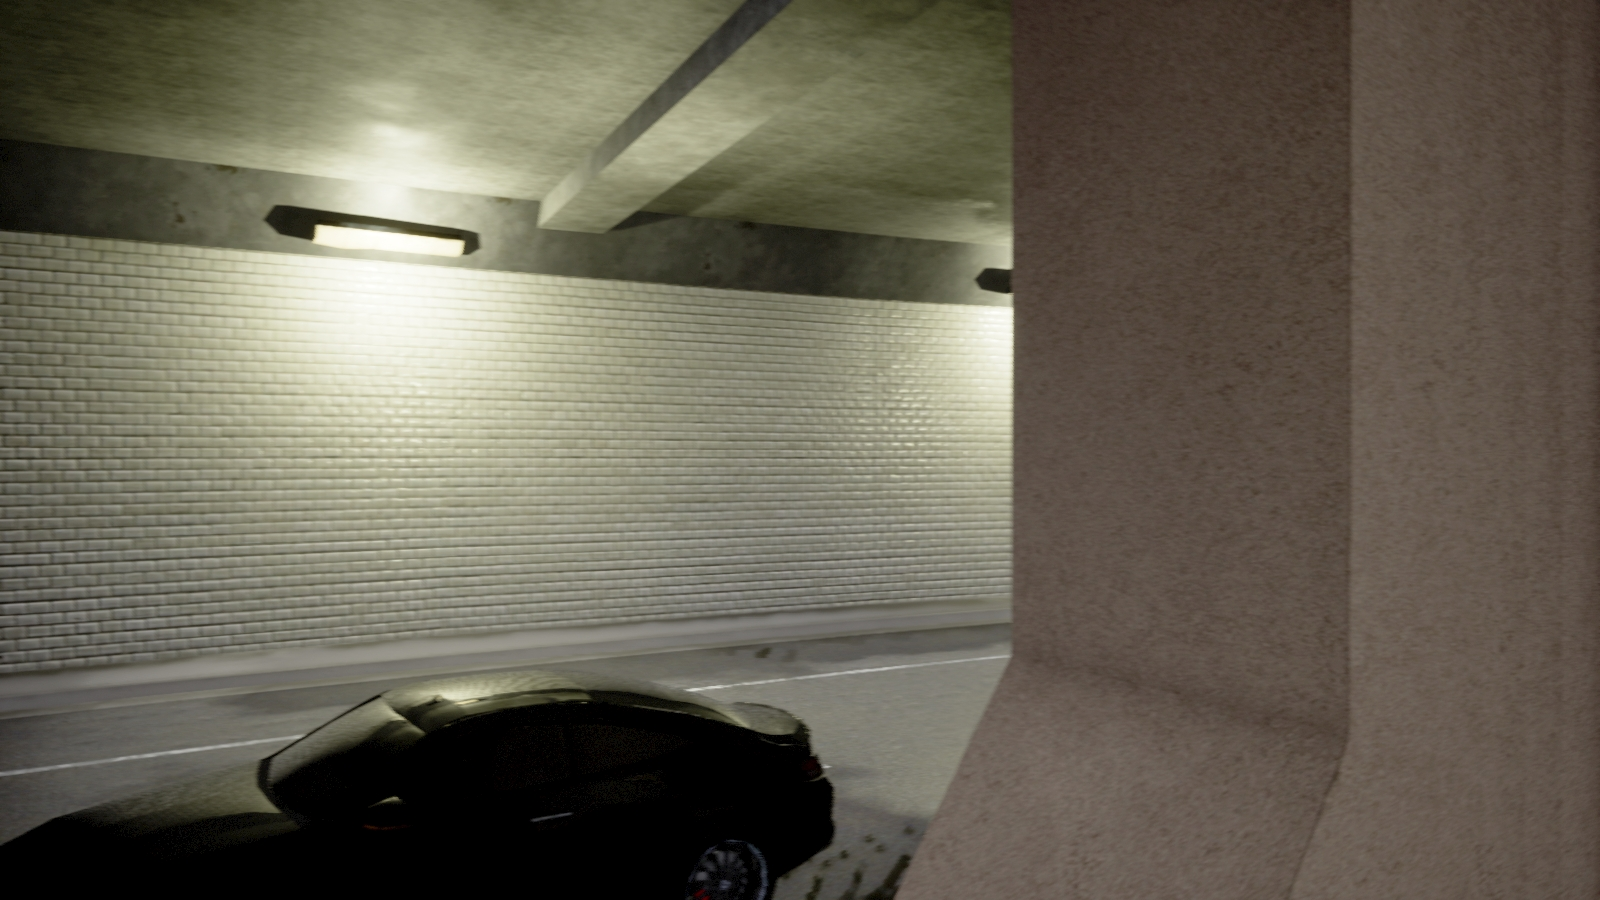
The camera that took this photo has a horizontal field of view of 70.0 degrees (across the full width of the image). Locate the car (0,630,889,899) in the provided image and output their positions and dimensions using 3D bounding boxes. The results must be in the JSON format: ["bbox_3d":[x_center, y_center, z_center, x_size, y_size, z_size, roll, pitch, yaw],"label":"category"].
[{"bbox_3d":[-1.975,2.080,6.522,4.674,1.442,2.002,0,0,-32],"label":"car"}]
